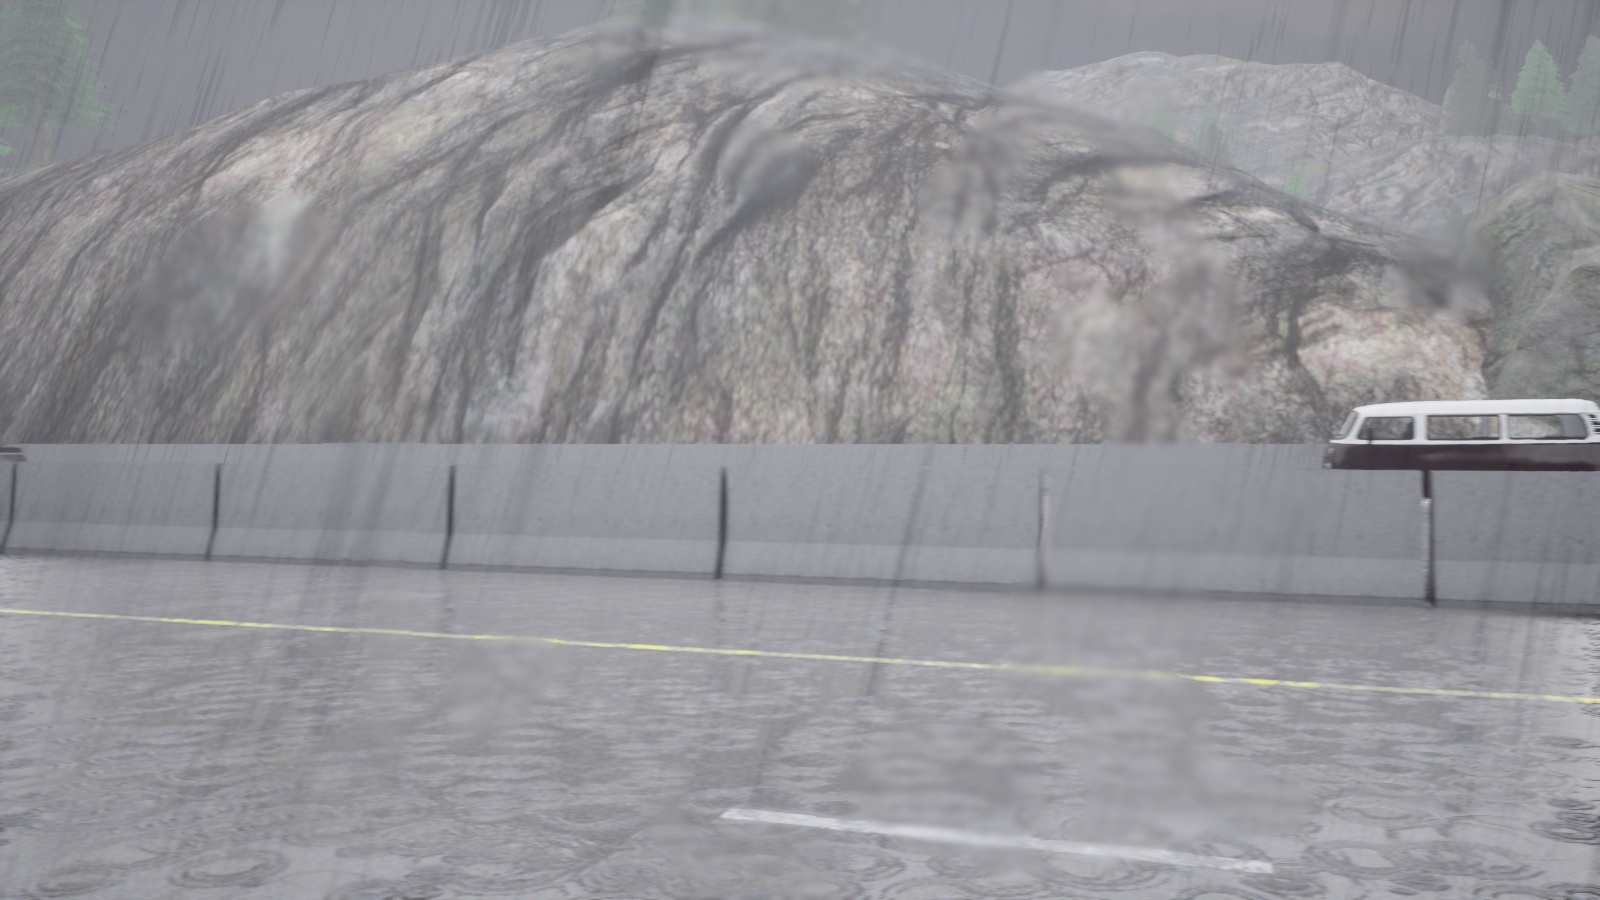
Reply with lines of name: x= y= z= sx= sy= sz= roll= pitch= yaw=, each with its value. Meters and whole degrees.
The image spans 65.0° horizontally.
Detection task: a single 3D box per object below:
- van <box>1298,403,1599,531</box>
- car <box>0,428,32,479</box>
van: x=11.053 y=0.245 z=21.625 sx=4.480 sy=2.038 sz=2.069 roll=1 pitch=1 yaw=19
car: x=-25.876 y=0.081 z=37.745 sx=4.902 sy=1.511 sz=2.128 roll=1 pitch=1 yaw=19
